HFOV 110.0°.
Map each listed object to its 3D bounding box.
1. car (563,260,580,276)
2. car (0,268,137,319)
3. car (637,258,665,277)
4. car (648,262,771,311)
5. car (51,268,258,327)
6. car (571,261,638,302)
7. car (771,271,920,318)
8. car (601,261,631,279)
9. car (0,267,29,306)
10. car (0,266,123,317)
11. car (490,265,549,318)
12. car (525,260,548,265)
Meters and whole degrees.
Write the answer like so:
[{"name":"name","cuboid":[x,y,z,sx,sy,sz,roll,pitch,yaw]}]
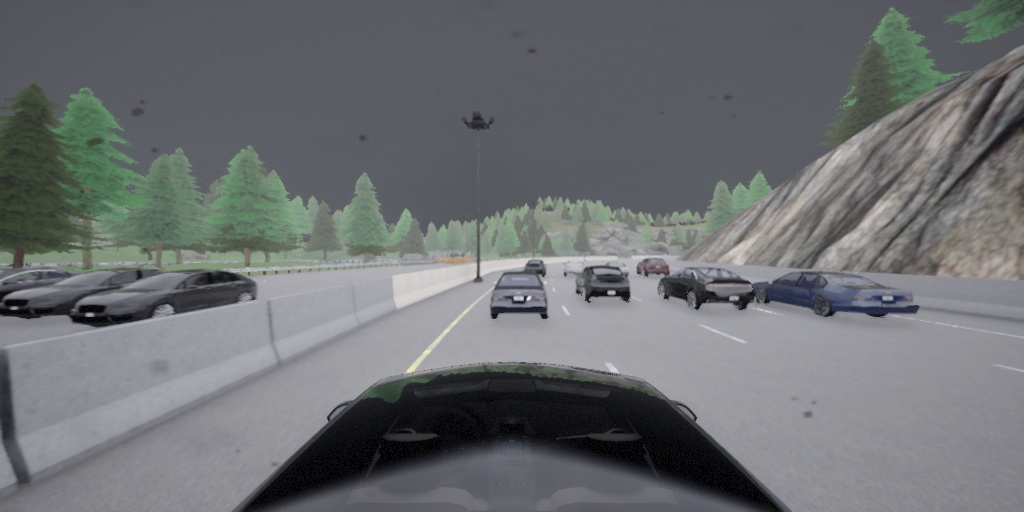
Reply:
[{"name":"car","cuboid":[5.903,1.091,34.197,1.812,1.442,4.674,0,0,8]},{"name":"car","cuboid":[-13.872,1.193,12.479,1.837,1.490,4.892,0,0,2]},{"name":"car","cuboid":[12.783,0.925,32.778,2.097,1.767,4.553,0,0,8]},{"name":"car","cuboid":[7.389,1.171,14.170,2.128,1.511,4.902,0,0,3]},{"name":"car","cuboid":[-10.408,1.200,11.337,1.837,1.490,4.892,0,0,2]},{"name":"car","cuboid":[4.012,1.171,16.369,1.837,1.490,4.892,0,0,3]},{"name":"car","cuboid":[10.799,1.235,12.709,2.033,1.411,5.357,0,0,2]},{"name":"car","cuboid":[9.054,1.181,31.647,1.895,1.301,4.718,0,0,8]},{"name":"car","cuboid":[-20.872,1.194,12.344,1.837,1.490,4.892,0,0,2]},{"name":"car","cuboid":[-17.367,1.179,12.522,2.128,1.511,4.902,0,0,2]},{"name":"car","cuboid":[0.294,1.235,12.695,2.033,1.411,5.357,0,0,2]},{"name":"car","cuboid":[2.221,1.076,33.104,1.837,1.490,4.892,0,0,8]}]
